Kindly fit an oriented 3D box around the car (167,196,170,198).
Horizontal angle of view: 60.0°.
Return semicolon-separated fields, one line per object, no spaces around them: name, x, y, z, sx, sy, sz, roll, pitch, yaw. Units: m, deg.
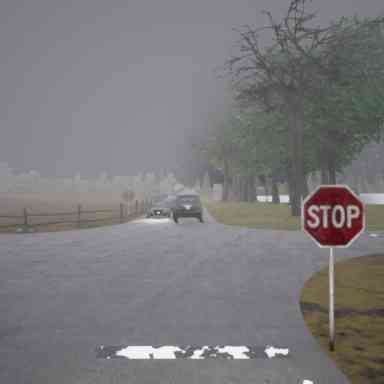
car;-2.863;1.461;38.805;2.033;1.411;5.357;0;0;0

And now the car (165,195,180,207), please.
car;-2.873;1.304;49.257;1.882;1.535;5.008;0;1;0

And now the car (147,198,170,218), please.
car;-2.861;1.531;29.516;1.994;1.385;4.181;0;0;-2

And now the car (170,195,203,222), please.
car;-0.288;1.202;25.982;2.150;2.045;5.566;-1;0;0

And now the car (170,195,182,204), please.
car;-2.879;1.281;59.783;1.994;1.385;4.181;0;1;0
